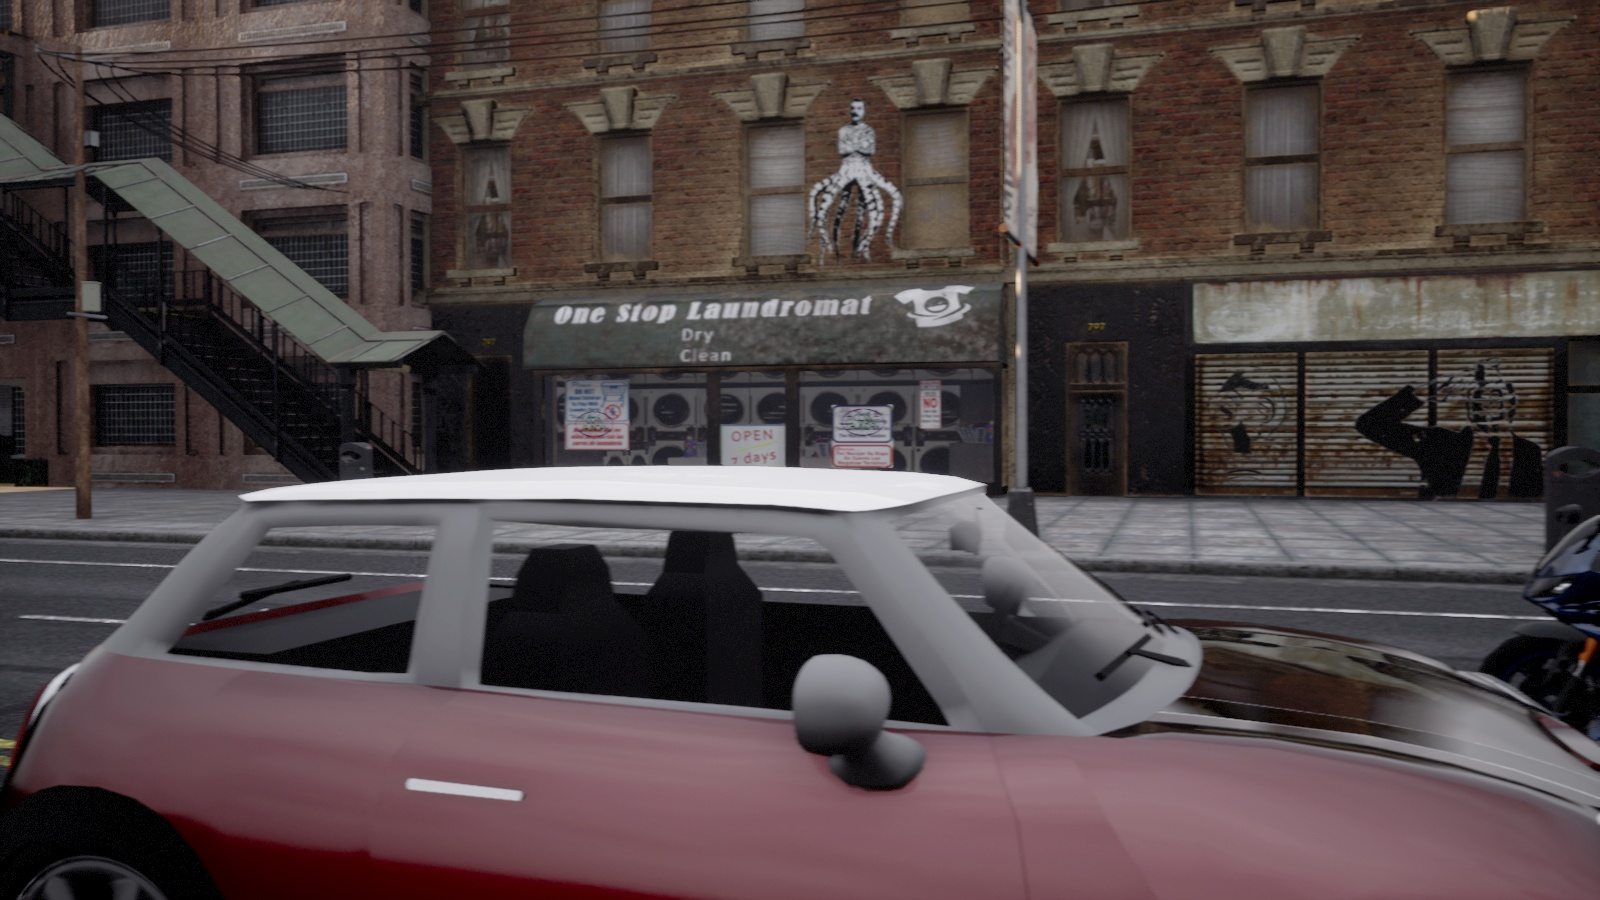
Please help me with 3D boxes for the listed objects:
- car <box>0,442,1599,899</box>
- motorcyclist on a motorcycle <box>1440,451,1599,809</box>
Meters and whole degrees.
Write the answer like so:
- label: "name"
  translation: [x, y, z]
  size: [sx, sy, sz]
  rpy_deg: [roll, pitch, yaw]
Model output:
- label: "car"
  translation: [0.089, 0.740, 3.095]
  size: [3.806, 1.475, 1.970]
  rpy_deg: [1, 1, 18]
- label: "motorcyclist on a motorcycle"
  translation: [4.186, 0.789, 5.652]
  size: [2.191, 1.530, 0.866]
  rpy_deg: [1, 1, 17]
